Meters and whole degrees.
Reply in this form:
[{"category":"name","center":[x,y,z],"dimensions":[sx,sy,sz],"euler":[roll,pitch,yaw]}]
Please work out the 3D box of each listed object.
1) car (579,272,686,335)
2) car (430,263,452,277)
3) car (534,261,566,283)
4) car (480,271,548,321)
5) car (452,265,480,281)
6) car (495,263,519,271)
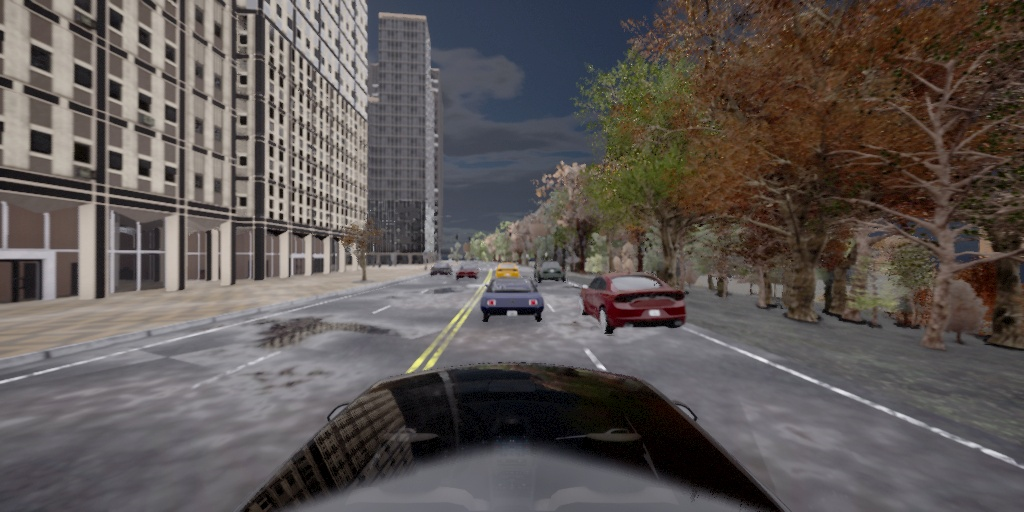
[{"category":"car","center":[3.265,1.221,10.700],"dimensions":[1.882,1.535,5.008],"euler":[-3,-2,0]},{"category":"car","center":[-7.362,1.427,37.895],"dimensions":[2.033,1.411,5.357],"euler":[0,0,-2]},{"category":"car","center":[2.888,1.155,28.618],"dimensions":[2.097,1.767,4.553],"euler":[-2,-1,-2]},{"category":"car","center":[-0.011,1.388,12.627],"dimensions":[1.895,1.301,4.718],"euler":[0,0,-1]},{"category":"car","center":[-3.891,1.458,31.955],"dimensions":[1.895,1.301,4.718],"euler":[0,0,-2]},{"category":"car","center":[-0.422,1.329,30.840],"dimensions":[1.882,1.535,5.008],"euler":[0,0,-2]}]
